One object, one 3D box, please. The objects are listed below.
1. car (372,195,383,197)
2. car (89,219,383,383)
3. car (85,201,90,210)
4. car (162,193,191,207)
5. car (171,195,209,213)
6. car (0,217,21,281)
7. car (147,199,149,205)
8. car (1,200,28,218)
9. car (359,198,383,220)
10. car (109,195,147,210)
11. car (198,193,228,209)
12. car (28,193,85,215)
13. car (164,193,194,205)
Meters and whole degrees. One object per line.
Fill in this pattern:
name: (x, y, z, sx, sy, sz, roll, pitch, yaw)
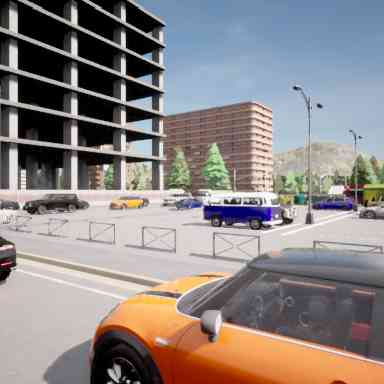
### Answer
car: (17.857, 1.153, 29.341, 4.605, 1.855, 1.932, 0, 0, 36)
car: (1.074, 1.352, 3.223, 4.553, 1.767, 2.097, 0, 0, 35)
car: (-14.377, 1.508, 39.825, 1.994, 1.385, 4.181, 0, 0, 35)
car: (-2.259, 1.166, 50.894, 2.150, 2.045, 5.566, 0, 0, 35)
car: (-0.174, 1.470, 41.395, 1.812, 1.442, 4.674, 0, 0, 35)
car: (-6.439, 1.492, 8.536, 4.902, 1.511, 2.128, 0, 0, 35)
car: (-8.353, 1.436, 48.351, 2.128, 1.511, 4.902, 0, 0, 35)
car: (-13.823, 1.469, 22.026, 1.812, 1.442, 4.674, 0, 0, 35)
car: (14.651, 1.395, 24.775, 3.806, 1.475, 1.970, 0, 0, 36)
car: (-8.335, 1.297, 42.310, 2.097, 1.767, 4.553, 0, 0, 35)
car: (2.883, 1.166, 51.802, 2.150, 2.045, 5.566, 0, 0, 35)
car: (-14.212, 1.166, 33.982, 2.150, 2.045, 5.566, 0, 0, 35)
car: (-2.148, 1.166, 57.076, 2.150, 2.045, 5.566, 0, 0, 36)
